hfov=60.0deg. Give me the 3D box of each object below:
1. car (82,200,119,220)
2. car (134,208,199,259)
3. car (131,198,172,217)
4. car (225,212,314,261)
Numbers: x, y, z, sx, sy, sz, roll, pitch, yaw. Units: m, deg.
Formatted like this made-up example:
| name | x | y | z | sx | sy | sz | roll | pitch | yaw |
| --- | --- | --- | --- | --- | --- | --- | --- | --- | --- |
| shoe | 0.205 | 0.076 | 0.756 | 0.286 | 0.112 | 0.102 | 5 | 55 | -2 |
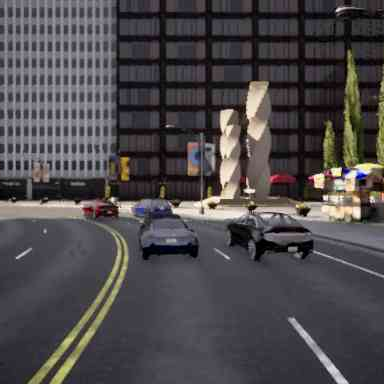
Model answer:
| name | x | y | z | sx | sy | sz | roll | pitch | yaw |
| --- | --- | --- | --- | --- | --- | --- | --- | --- | --- |
| car | -7.892 | 1.432 | 28.316 | 1.882 | 1.535 | 5.008 | 0 | 0 | -35 |
| car | -1.046 | 1.545 | 12.725 | 1.994 | 1.385 | 4.181 | 0 | 0 | -11 |
| car | -3.432 | 1.309 | 27.840 | 2.097 | 1.767 | 4.553 | 0 | 0 | -31 |
| car | 2.592 | 1.475 | 12.256 | 2.128 | 1.511 | 4.902 | 0 | 0 | -9 |
